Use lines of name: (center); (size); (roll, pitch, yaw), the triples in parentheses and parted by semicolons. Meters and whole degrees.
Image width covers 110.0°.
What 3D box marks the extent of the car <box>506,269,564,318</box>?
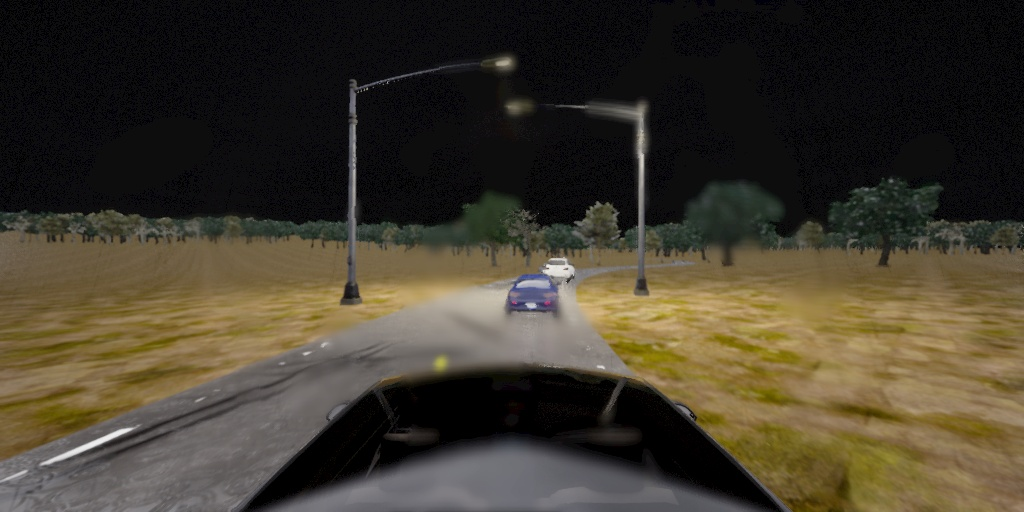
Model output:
car: (0.882, 1.399, 13.527); (1.812, 1.442, 4.674); (0, 0, 6)

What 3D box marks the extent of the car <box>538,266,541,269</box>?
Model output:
car: (4.484, 1.583, 43.470); (2.128, 1.511, 4.902); (1, 0, 20)

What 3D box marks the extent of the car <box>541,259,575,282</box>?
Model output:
car: (4.481, 1.274, 32.892); (2.150, 2.045, 5.566); (0, 0, 15)
